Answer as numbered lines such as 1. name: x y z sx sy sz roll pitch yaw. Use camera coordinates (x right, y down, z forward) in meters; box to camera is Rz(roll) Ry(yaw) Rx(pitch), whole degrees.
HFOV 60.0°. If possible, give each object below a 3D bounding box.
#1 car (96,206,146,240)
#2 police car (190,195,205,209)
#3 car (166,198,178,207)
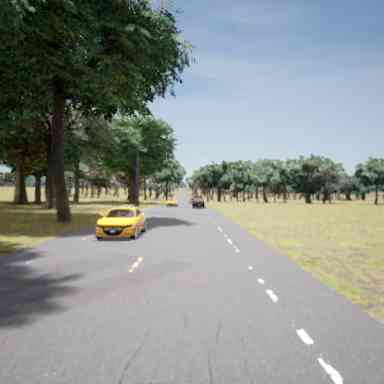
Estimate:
1. car: -3.597 1.525 17.566 1.882 1.535 5.008 0 0 0
2. police car: 1.055 1.704 51.900 1.930 1.638 5.238 0 -1 0
3. car: -3.533 1.840 58.801 1.882 1.535 5.008 0 -1 1
